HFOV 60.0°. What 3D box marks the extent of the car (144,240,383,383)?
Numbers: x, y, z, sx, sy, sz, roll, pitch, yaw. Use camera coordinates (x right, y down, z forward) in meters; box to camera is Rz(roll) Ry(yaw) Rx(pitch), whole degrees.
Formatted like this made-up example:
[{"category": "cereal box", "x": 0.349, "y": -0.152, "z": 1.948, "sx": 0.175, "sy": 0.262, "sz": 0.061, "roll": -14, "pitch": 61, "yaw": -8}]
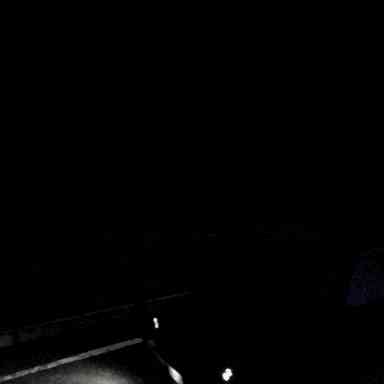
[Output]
[{"category": "car", "x": 2.060, "y": 1.492, "z": 4.912, "sx": 5.357, "sy": 1.411, "sz": 2.033, "roll": -1, "pitch": 1, "yaw": -33}]
